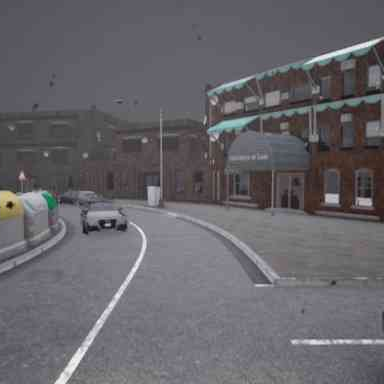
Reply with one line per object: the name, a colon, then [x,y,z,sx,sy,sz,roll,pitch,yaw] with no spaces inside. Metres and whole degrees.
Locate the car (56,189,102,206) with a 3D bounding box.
car: [-9.998,0.471,28.936,5.357,1.411,2.033,2,4,35]

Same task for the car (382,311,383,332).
car: [4.619,1.463,3.370,4.892,1.521,2.231,0,1,0]

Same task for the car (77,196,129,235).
car: [-4.432,1.182,16.573,1.994,1.385,4.181,-1,3,-21]
